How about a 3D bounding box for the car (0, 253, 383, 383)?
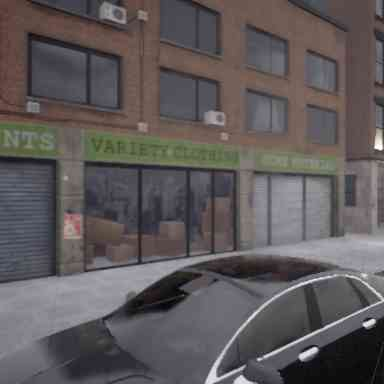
[{"bbox_3d":[0.473,1.505,3.403,4.892,1.490,1.837,0,0,-35],"label":"car"}]
